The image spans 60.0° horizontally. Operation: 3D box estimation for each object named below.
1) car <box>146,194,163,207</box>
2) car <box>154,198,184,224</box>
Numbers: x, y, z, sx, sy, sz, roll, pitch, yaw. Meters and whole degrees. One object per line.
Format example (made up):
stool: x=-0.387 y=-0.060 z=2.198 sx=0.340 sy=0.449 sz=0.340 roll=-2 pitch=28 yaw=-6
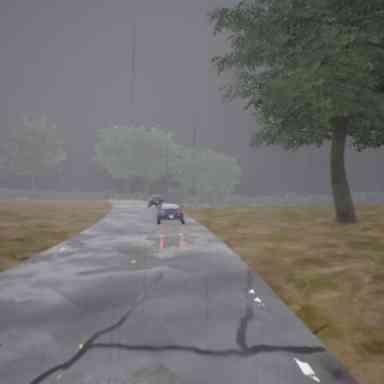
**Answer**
car: x=-4.426 y=1.083 z=40.221 sx=1.837 sy=1.490 sz=4.892 roll=0 pitch=-3 yaw=-12
car: x=-1.639 y=1.405 z=23.990 sx=1.812 sy=1.442 sz=4.674 roll=0 pitch=1 yaw=-7
